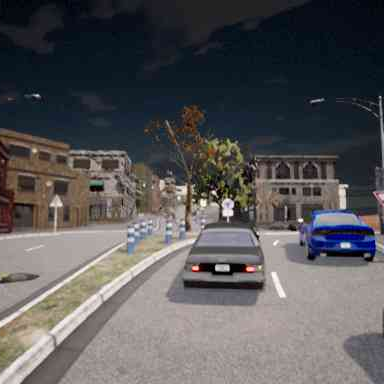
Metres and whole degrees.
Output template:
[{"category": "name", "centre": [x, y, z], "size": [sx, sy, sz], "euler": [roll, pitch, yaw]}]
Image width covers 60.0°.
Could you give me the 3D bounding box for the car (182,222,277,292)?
[{"category": "car", "centre": [0.986, 1.521, 9.024], "size": [2.033, 1.411, 5.357], "euler": [-1, 0, 9]}]

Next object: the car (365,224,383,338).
[{"category": "car", "centre": [3.563, 1.344, 2.695], "size": [2.097, 1.767, 4.553], "euler": [0, 0, 3]}]

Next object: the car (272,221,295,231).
[{"category": "car", "centre": [11.061, 4.399, 42.222], "size": [1.994, 1.385, 4.181], "euler": [4, -7, -33]}]

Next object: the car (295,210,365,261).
[{"category": "car", "centre": [4.910, 1.379, 11.804], "size": [1.882, 1.535, 5.008], "euler": [-2, -1, 13]}]
